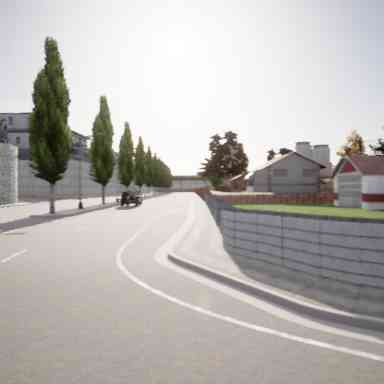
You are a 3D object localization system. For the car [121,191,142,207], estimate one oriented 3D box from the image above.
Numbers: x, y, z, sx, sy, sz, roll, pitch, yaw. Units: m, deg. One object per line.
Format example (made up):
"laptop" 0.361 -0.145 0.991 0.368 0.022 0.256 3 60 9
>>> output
"car" -8.121 0.878 44.843 2.150 2.045 5.566 0 0 0
